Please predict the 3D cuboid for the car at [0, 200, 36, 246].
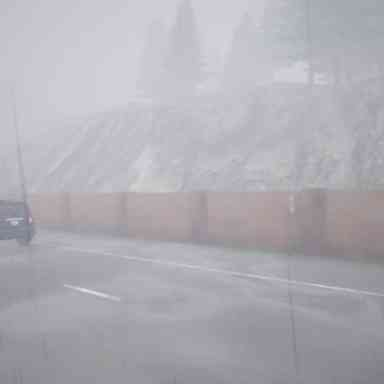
[{"bbox_3d":[-9.412,1.413,15.299,5.566,2.045,2.150,-1,-1,37],"label":"car"}]
